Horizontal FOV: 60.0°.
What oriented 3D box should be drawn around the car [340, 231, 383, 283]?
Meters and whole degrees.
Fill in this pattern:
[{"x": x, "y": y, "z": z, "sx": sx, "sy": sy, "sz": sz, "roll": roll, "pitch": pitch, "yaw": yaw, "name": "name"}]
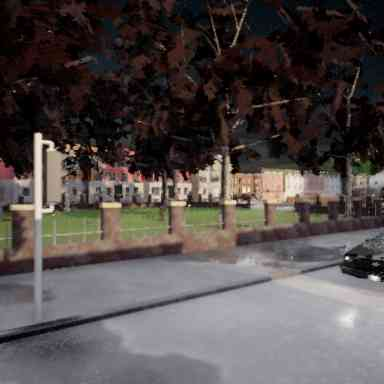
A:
[{"x": 6.254, "y": 1.547, "z": 9.036, "sx": 5.357, "sy": 1.411, "sz": 2.033, "roll": 0, "pitch": 0, "yaw": -36, "name": "car"}]
